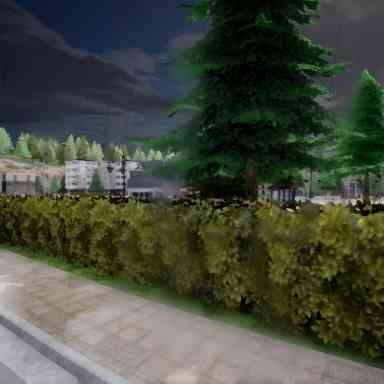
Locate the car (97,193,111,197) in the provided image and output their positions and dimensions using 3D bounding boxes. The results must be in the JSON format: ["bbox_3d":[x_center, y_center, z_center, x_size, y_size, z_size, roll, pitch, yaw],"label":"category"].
[{"bbox_3d":[-16.701,1.097,68.943,1.932,1.855,4.605,0,0,43],"label":"car"}]

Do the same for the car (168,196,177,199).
[{"bbox_3d":[-3.305,1.374,56.063,1.845,1.501,3.633,0,0,43],"label":"car"}]

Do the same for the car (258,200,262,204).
[{"bbox_3d":[9.644,1.352,44.205,2.097,1.767,4.553,0,0,43],"label":"car"}]

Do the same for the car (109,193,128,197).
[{"bbox_3d":[-10.572,1.384,52.725,1.970,1.475,3.806,0,0,43],"label":"car"}]

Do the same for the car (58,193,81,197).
[{"bbox_3d":[-28.382,1.154,79.442,2.152,1.636,5.027,0,0,43],"label":"car"}]
